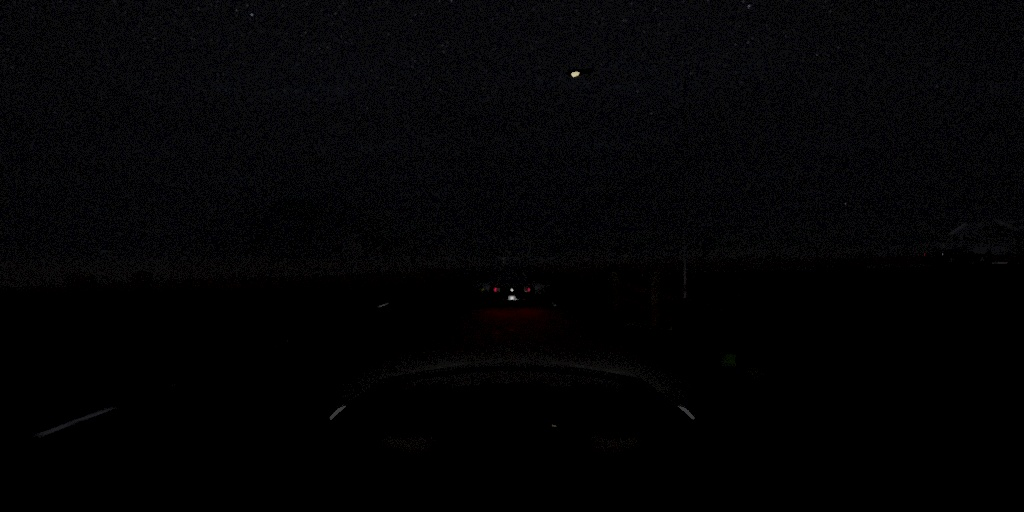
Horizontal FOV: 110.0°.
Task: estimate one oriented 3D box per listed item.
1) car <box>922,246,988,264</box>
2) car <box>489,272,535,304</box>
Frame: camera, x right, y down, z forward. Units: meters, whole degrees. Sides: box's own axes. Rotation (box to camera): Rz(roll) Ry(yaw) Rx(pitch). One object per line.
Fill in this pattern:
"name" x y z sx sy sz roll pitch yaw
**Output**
"car" 43.452 -0.092 35.217 4.553 1.767 2.097 -1 0 0
"car" 0.000 1.380 16.531 1.895 1.301 4.718 0 0 0
